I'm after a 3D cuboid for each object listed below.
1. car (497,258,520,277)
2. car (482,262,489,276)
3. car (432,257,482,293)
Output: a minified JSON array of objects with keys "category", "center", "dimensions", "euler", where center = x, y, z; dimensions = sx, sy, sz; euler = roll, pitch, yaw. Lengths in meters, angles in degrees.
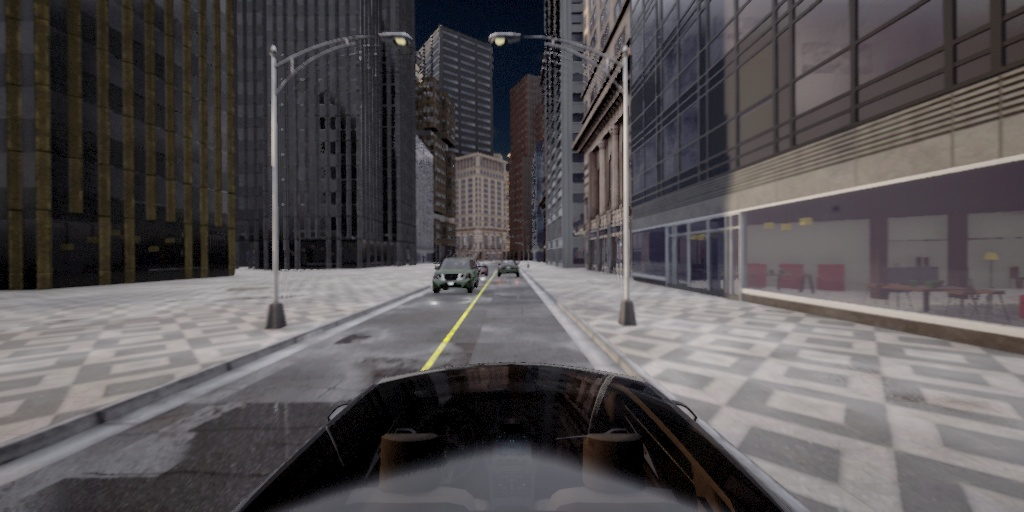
[{"category":"car","center":[-0.342,1.099,35.562],"dimensions":[2.097,1.767,4.553],"euler":[0,0,0]},{"category":"car","center":[-3.403,1.335,36.623],"dimensions":[1.994,1.385,4.181],"euler":[0,0,-1]},{"category":"car","center":[-3.220,1.080,21.393],"dimensions":[2.150,2.045,5.566],"euler":[0,0,-1]}]
